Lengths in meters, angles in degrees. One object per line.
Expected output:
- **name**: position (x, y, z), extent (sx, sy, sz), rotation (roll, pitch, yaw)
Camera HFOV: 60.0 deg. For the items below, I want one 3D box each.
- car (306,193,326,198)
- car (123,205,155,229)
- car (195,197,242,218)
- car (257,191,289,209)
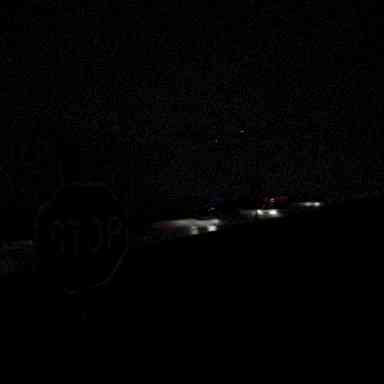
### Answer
- **car**: position (17.748, 0.367, 47.579), extent (1.994, 1.385, 4.181), rotation (-2, 0, 37)
- **car**: position (-3.995, 1.445, 18.334), extent (1.812, 1.442, 4.674), rotation (-2, 0, 37)
- **car**: position (2.195, 1.180, 26.706), extent (1.882, 1.535, 5.008), rotation (-2, 0, 36)
- **car**: position (8.531, 0.817, 35.261), extent (2.097, 1.767, 4.553), rotation (-2, 0, 37)
